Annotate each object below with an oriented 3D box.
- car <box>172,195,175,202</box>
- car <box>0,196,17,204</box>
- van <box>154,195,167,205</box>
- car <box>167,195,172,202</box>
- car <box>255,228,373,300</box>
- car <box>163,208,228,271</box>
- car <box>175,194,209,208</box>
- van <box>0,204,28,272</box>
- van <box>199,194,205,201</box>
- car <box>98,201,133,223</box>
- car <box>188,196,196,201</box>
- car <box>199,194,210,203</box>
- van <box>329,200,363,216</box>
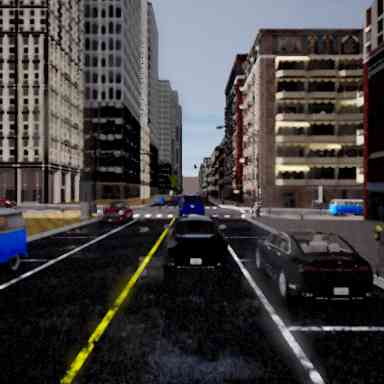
[{"bbox_3d":[-3.001,1.546,75.790,1.882,1.535,5.008,0,0,0],"label":"car"},{"bbox_3d":[-21.132,1.091,35.907,4.097,1.590,1.967,1,-1,0],"label":"car"},{"bbox_3d":[-5.692,1.386,57.599,1.690,1.788,3.998,0,0,0],"label":"van"},{"bbox_3d":[-5.692,1.598,79.633,1.752,1.417,4.829,0,0,0],"label":"car"},{"bbox_3d":[2.689,1.555,8.178,2.008,1.369,4.403,0,0,0],"label":"car"},{"bbox_3d":[0.098,1.512,10.961,1.837,1.490,4.892,0,0,0],"label":"car"},{"bbox_3d":[-0.136,1.240,28.948,2.150,2.045,5.566,0,0,-3],"label":"car"},{"bbox_3d":[-5.691,1.345,8.179,1.690,1.788,3.998,0,0,0],"label":"van"},{"bbox_3d":[2.687,1.430,90.906,1.690,1.788,3.998,0,0,0],"label":"van"},{"bbox_3d":[-5.692,1.455,25.125,1.967,1.590,4.097,0,0,0],"label":"car"},{"bbox_3d":[0.002,1.629,87.094,1.994,1.385,4.181,0,0,0],"label":"car"},{"bbox_3d":[2.688,1.381,74.253,2.192,1.841,5.009,0,0,0],"label":"car"},{"bbox_3d":[16.929,1.727,35.858,3.998,1.788,1.690,1,-1,0],"label":"van"}]
